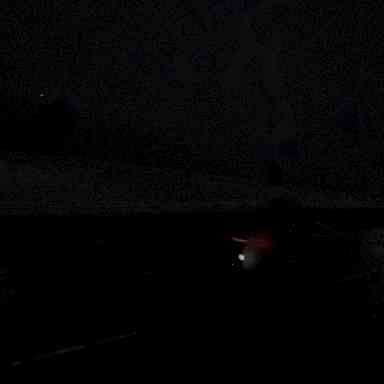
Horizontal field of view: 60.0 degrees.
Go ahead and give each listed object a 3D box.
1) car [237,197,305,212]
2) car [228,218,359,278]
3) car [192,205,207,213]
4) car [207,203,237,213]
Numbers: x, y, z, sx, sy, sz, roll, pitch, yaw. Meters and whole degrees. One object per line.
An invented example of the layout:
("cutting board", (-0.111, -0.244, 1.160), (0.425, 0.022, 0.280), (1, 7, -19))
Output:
("car", (6.435, 1.449, 25.823), (5.566, 2.045, 2.150), (1, 0, -36))
("car", (3.336, 1.587, 10.436), (4.902, 1.511, 2.128), (1, 0, -35))
("car", (2.030, 1.786, 31.284), (4.181, 1.385, 1.994), (1, 0, -36))
("car", (4.074, 1.701, 28.441), (5.008, 1.535, 1.882), (1, 0, -36))
